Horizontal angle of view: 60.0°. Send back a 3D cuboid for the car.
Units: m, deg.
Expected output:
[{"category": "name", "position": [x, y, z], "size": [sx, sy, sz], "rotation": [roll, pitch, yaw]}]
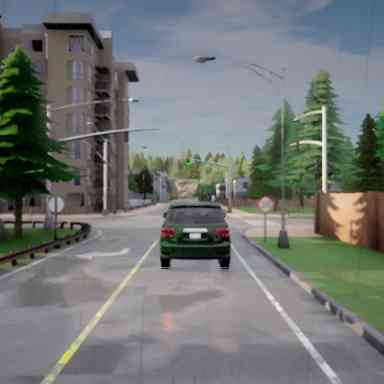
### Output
[{"category": "car", "position": [0.097, 1.360, 11.915], "size": [2.150, 2.045, 5.566], "rotation": [0, -1, 0]}]
